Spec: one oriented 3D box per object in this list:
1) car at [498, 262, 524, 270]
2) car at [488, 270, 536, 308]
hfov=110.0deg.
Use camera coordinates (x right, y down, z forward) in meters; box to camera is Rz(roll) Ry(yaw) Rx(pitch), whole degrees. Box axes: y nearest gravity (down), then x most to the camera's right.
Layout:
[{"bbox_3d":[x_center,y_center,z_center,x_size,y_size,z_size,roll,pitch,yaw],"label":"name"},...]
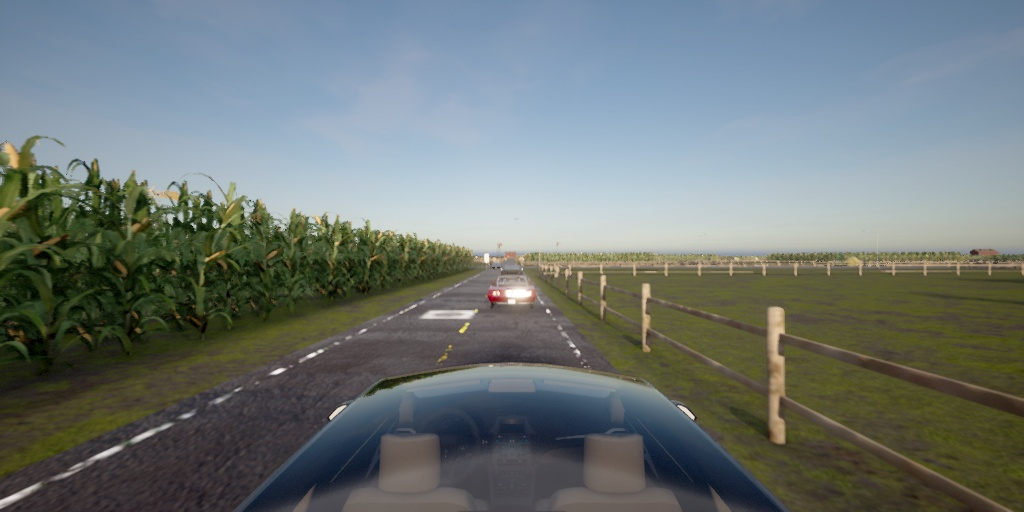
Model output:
[{"bbox_3d":[-0.001,1.492,31.323,1.882,1.535,5.008,0,0,0],"label":"car"},{"bbox_3d":[-0.001,1.480,15.946,1.895,1.301,4.718,0,0,0],"label":"car"}]
